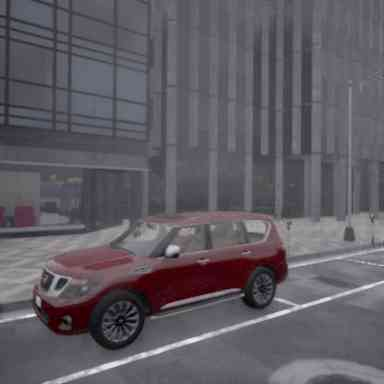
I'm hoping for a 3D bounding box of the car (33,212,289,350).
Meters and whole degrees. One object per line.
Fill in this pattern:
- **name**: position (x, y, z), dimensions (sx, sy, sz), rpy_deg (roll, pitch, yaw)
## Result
- **car**: position (-0.252, 1.349, 6.464), dimensions (5.009, 1.841, 2.192), rpy_deg (1, 0, -35)
